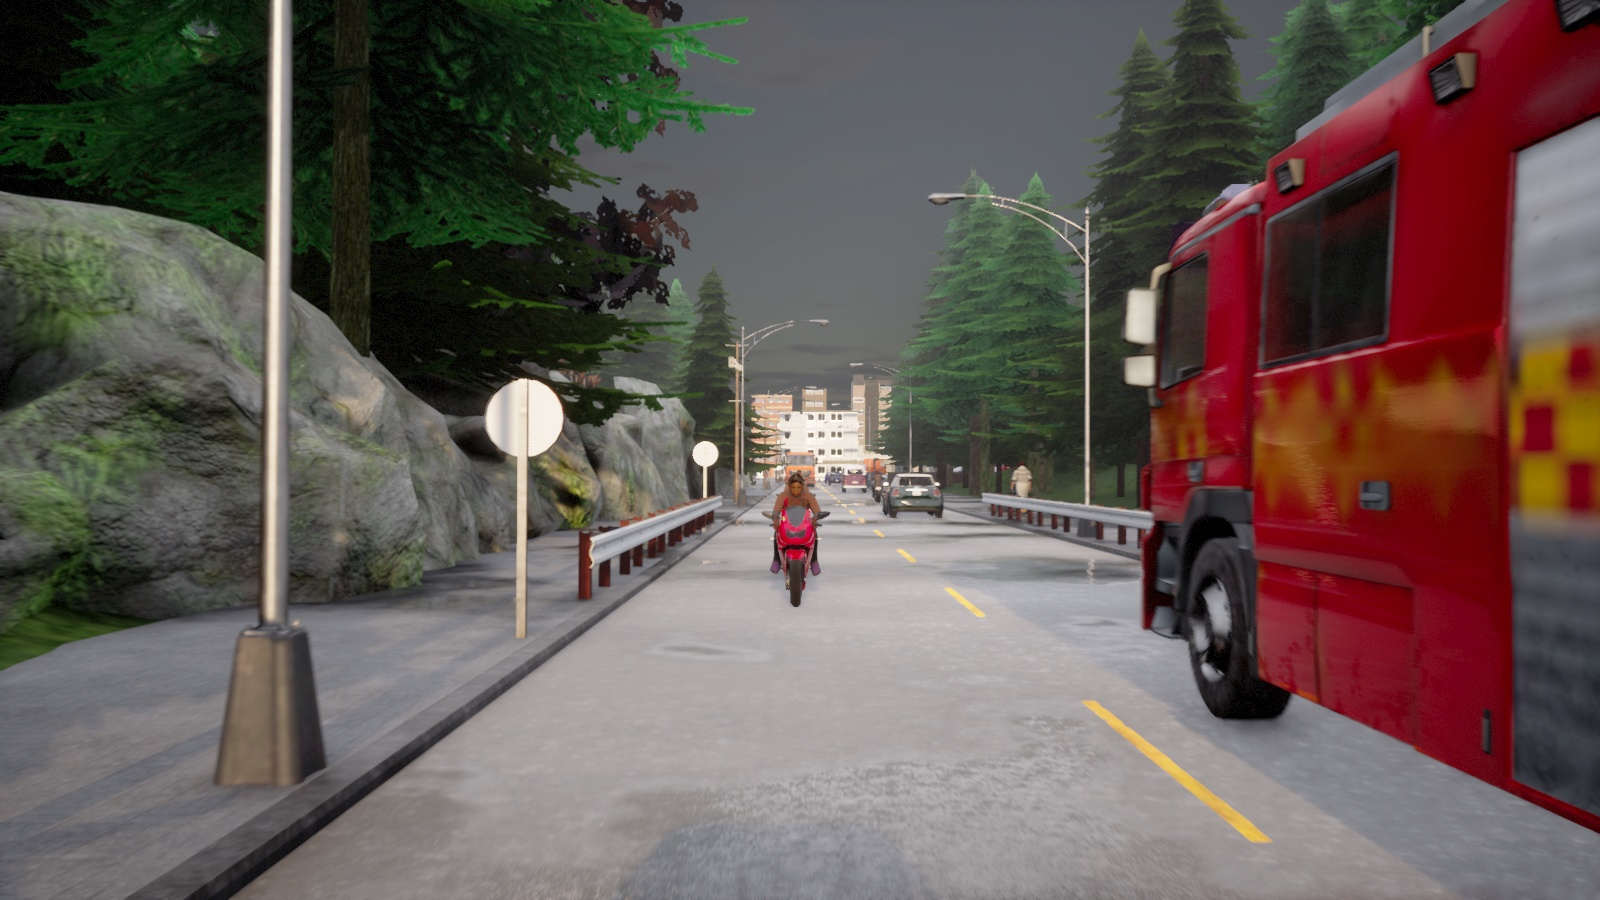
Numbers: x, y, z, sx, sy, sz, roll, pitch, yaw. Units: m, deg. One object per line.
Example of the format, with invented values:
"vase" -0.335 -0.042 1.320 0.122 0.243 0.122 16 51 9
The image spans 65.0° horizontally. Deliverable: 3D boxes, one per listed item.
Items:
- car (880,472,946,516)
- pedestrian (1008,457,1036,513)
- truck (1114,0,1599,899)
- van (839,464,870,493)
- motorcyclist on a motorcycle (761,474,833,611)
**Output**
"car" 3.916 1.502 44.087 1.970 1.475 3.806 0 -1 0
"pedestrian" 7.804 1.232 44.147 0.659 1.952 0.873 0 -1 -16
"truck" 3.981 -0.269 5.819 2.891 3.827 8.468 0 -1 0
"van" 3.998 2.082 93.141 2.069 2.038 4.480 0 -1 0
"motorcyclist on a motorcycle" -0.040 1.048 15.014 0.797 1.523 2.044 0 -1 0
